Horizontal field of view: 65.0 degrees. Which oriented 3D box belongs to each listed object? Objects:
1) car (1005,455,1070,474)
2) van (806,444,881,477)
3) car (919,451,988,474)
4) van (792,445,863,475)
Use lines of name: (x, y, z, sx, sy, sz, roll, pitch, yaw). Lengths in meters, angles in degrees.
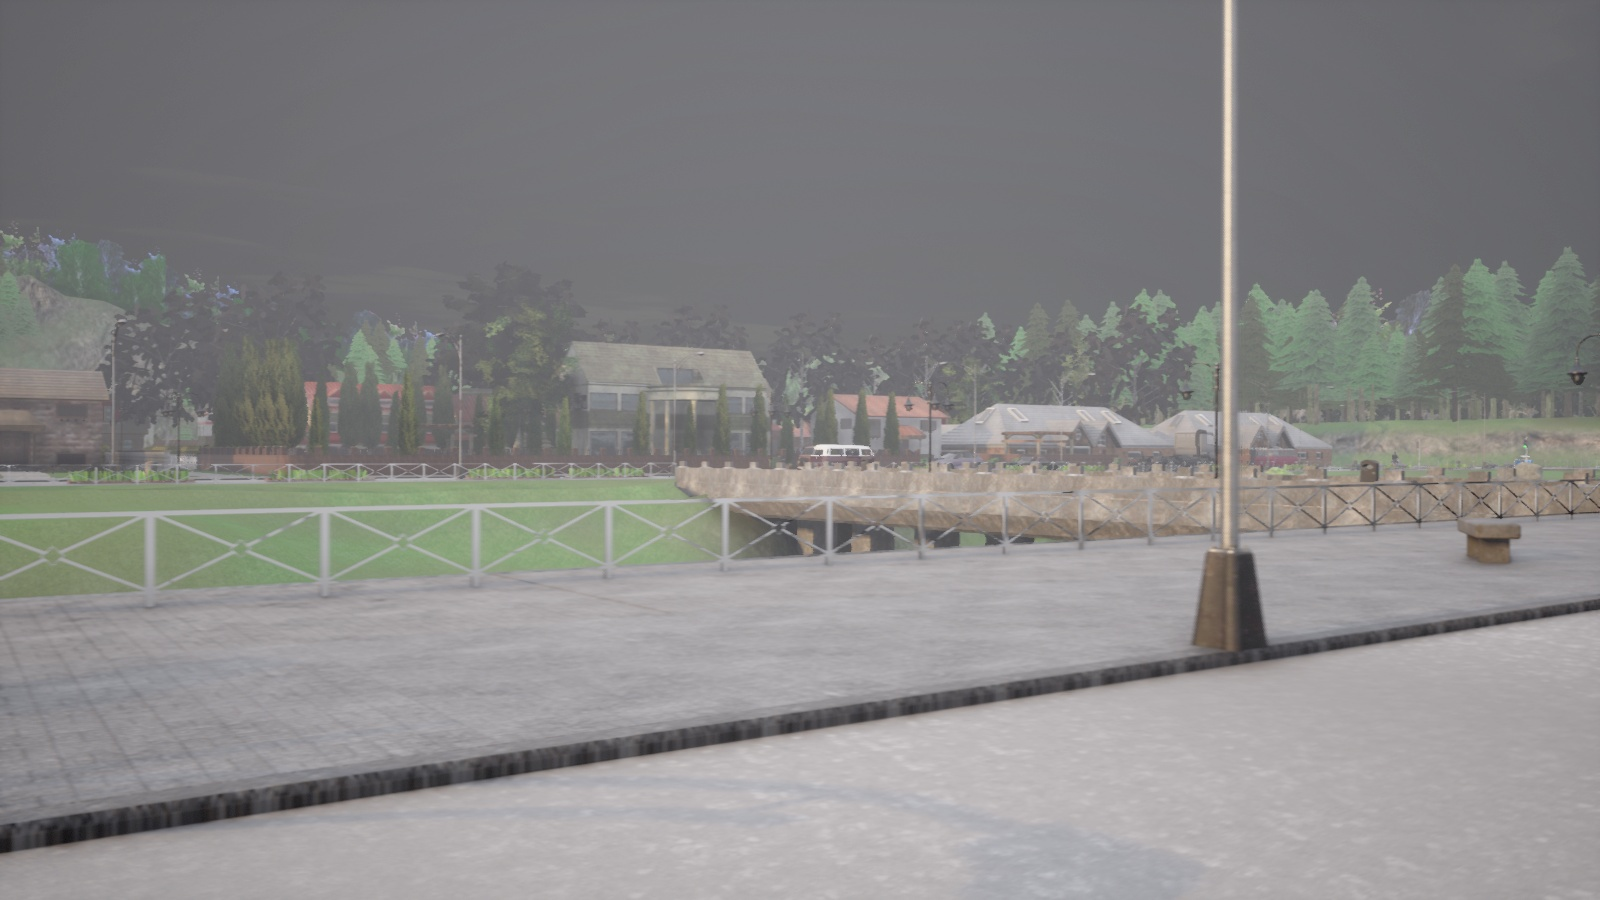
car: (17.299, 1.033, 91.456, 4.718, 1.301, 1.895, 0, 0, -35)
van: (2.820, 0.662, 81.385, 4.480, 2.038, 2.069, 0, 0, -35)
car: (11.268, 0.877, 92.135, 4.856, 1.649, 2.033, 0, 0, -35)
van: (1.916, 0.674, 85.629, 4.480, 2.038, 2.069, 0, 0, -35)
